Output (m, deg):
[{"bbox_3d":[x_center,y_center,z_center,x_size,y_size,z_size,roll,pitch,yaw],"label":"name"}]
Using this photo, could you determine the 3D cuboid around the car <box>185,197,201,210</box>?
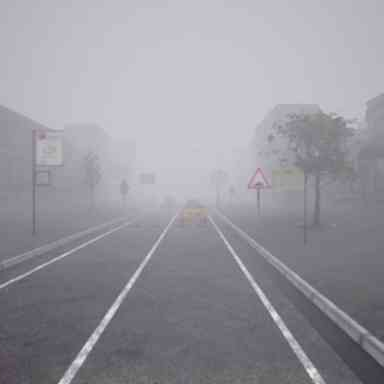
[{"bbox_3d":[0.118,1.428,41.547,1.837,1.490,4.892,0,0,0],"label":"car"}]

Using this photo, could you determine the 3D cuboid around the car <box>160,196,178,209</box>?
[{"bbox_3d":[-3.065,1.303,44.765,2.097,1.767,4.553,0,-1,0],"label":"car"}]

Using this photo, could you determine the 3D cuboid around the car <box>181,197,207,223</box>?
[{"bbox_3d":[0.113,1.388,24.619,1.801,1.575,5.366,0,0,-1],"label":"car"}]
